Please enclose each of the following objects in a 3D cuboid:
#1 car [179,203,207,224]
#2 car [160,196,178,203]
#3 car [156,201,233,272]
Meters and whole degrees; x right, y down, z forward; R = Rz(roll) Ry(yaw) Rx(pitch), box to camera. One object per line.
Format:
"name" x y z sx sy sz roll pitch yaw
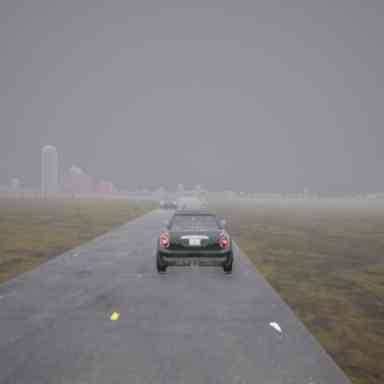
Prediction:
"car" 0.083 1.570 25.438 1.895 1.301 4.718 0 0 0
"car" -2.834 1.316 41.928 2.097 1.767 4.553 0 0 0
"car" 0.081 1.329 10.823 2.097 1.767 4.553 0 0 0
